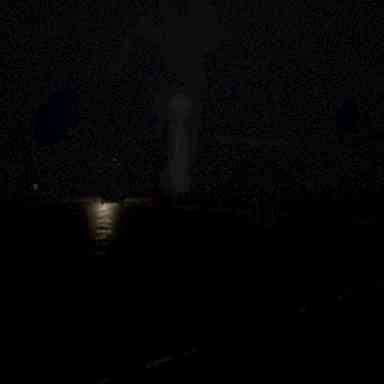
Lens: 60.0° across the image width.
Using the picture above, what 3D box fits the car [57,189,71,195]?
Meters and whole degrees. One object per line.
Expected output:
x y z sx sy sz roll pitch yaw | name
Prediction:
-33.599 0.079 88.343 1.882 1.535 5.008 0 1 -36 | car

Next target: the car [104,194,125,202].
-12.611 0.970 54.195 1.895 1.301 4.718 0 1 -36 | car
